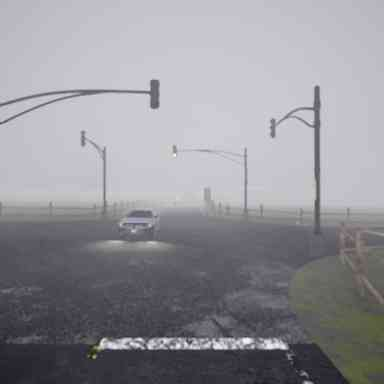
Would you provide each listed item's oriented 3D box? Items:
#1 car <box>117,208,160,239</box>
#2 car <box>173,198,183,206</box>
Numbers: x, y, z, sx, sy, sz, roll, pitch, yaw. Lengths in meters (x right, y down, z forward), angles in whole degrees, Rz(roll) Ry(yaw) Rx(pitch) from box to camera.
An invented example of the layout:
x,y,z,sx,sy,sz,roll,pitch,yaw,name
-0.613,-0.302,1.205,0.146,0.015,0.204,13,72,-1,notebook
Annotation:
x,y,z,sx,sy,sz,roll,pitch,yaw,name
-2.766,1.612,18.131,1.812,1.442,4.674,1,0,0,car
-2.707,1.935,65.329,2.033,1.411,5.357,0,0,0,car
